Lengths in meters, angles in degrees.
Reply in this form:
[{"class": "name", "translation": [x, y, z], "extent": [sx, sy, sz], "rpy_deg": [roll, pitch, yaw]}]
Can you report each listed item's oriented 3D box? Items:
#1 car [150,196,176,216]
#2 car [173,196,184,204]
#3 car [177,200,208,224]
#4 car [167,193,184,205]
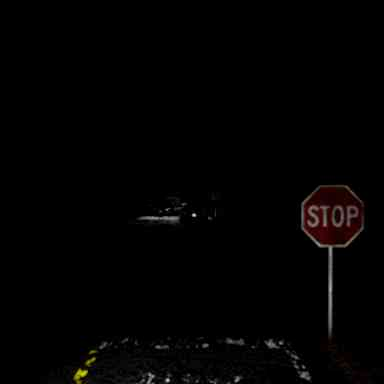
[{"class": "car", "translation": [-2.782, 1.467, 31.856], "extent": [1.837, 1.490, 4.892], "rpy_deg": [0, 0, 0]}, {"class": "car", "translation": [-2.612, 1.532, 65.568], "extent": [1.895, 1.301, 4.718], "rpy_deg": [0, 0, 0]}, {"class": "car", "translation": [0.152, 1.541, 24.543], "extent": [1.994, 1.385, 4.181], "rpy_deg": [0, 0, 0]}, {"class": "car", "translation": [-2.733, 1.139, 48.857], "extent": [2.150, 2.045, 5.566], "rpy_deg": [0, 0, 0]}]
